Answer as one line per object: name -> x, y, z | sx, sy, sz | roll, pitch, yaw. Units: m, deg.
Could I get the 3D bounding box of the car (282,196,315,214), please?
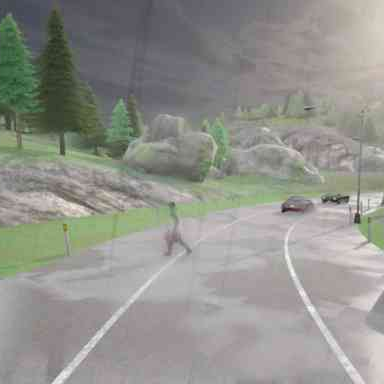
car -> 9.146, 1.037, 28.479 | 1.994, 1.385, 4.181 | 3, 3, 32

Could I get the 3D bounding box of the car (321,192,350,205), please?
car -> 16.717, 0.664, 38.522 | 1.895, 1.301, 4.718 | 5, 5, 41

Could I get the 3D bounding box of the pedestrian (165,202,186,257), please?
pedestrian -> -0.570, 1.160, 10.763 | 0.375, 1.860, 0.375 | -3, 5, 13
